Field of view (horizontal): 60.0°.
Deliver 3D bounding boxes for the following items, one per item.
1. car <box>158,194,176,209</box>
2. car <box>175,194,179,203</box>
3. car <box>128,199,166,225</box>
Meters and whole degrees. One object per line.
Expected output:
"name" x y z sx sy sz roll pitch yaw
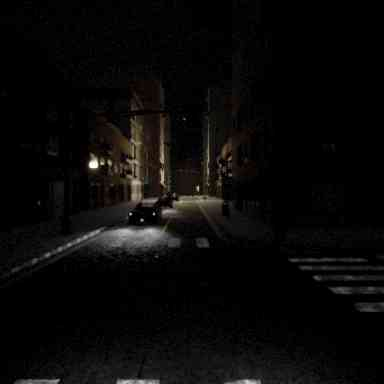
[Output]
"car" -3.234 1.277 39.261 1.895 1.301 4.718 0 1 0
"car" -3.309 0.996 56.385 1.994 1.385 4.181 0 1 -1
"car" -3.080 1.416 22.628 1.895 1.301 4.718 0 0 -1
